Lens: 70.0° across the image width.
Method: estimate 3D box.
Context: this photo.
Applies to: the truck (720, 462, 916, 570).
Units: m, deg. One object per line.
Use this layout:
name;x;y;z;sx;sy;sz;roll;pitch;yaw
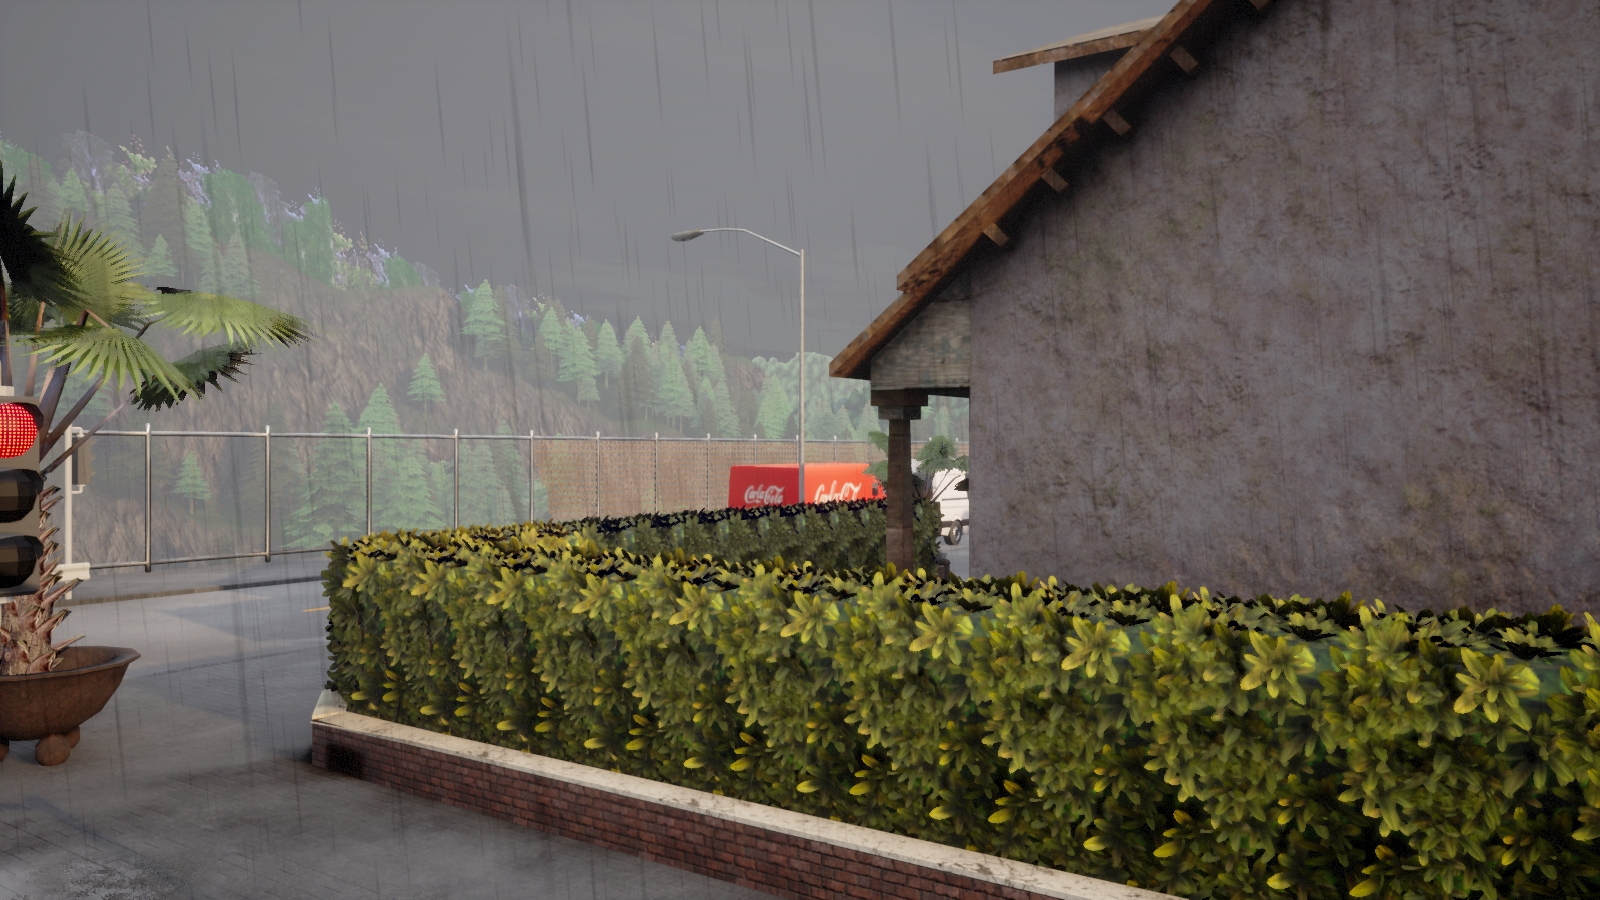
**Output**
truck;0.584;1.568;29.600;2.627;2.467;5.204;0;0;35
